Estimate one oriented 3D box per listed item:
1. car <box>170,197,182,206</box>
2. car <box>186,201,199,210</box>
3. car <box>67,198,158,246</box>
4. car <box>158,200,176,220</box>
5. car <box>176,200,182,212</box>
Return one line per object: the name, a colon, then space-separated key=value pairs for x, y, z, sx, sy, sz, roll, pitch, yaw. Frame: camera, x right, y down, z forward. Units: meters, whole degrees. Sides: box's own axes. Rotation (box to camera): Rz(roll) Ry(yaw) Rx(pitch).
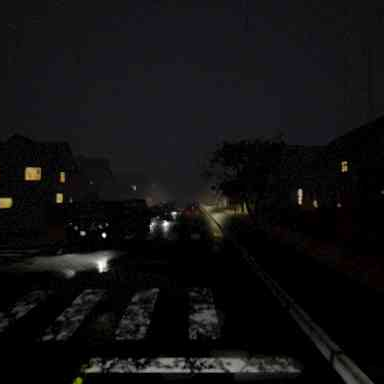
car: x=-2.778 y=1.700 z=60.182 sx=1.994 sy=1.385 sz=4.181 roll=0 pitch=-1 yaw=0
car: x=0.078 y=1.977 z=49.093 sx=1.895 sy=1.301 sz=4.718 roll=0 pitch=-1 yaw=0
car: x=-3.942 y=1.381 z=17.045 sx=2.150 sy=2.045 sz=5.566 roll=0 pitch=1 yaw=17
car: x=-2.862 y=1.757 z=30.625 sx=2.033 sy=1.411 sz=5.357 roll=0 pitch=0 yaw=0
car: x=-2.860 y=1.884 z=44.928 sx=2.033 sy=1.411 sz=5.357 roll=0 pitch=-1 yaw=1
